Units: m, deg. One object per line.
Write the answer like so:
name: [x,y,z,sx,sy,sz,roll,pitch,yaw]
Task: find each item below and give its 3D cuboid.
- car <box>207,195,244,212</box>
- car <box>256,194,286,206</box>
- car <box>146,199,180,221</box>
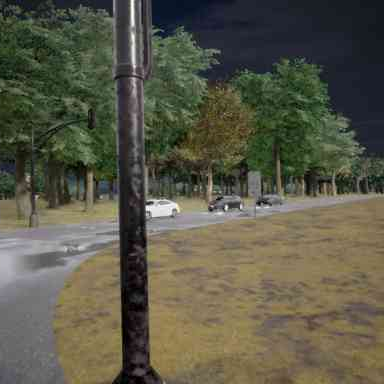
car: [3.341,1.087,32.545,1.837,1.490,4.892,-3,-1,37]
car: [9.753,0.970,40.956,2.033,1.411,5.357,-3,-1,37]
car: [-2.791,1.268,24.476,1.812,1.442,4.674,-3,-1,37]
